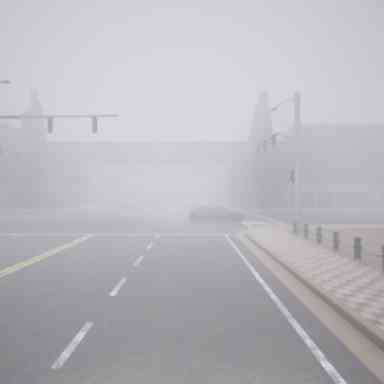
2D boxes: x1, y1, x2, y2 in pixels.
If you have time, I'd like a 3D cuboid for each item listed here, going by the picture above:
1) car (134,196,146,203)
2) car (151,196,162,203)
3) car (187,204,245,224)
[{"bbox_3d":[-10.978,1.562,70.416,1.812,1.442,4.674,0,0,0],"label":"car"},{"bbox_3d":[-7.478,1.562,70.391,1.812,1.442,4.674,0,0,0],"label":"car"},{"bbox_3d":[1.749,1.576,24.303,4.181,1.385,1.994,0,0,-1],"label":"car"}]
